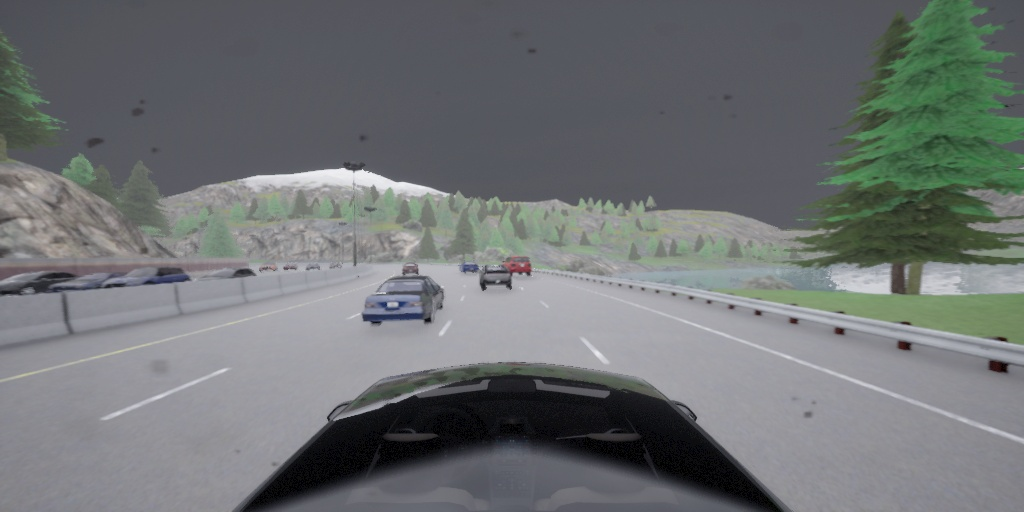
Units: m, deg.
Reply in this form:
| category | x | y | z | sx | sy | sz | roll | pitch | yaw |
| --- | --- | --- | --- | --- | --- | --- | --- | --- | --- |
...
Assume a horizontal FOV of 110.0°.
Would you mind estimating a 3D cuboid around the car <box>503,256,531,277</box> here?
| category | x | y | z | sx | sy | sz | roll | pitch | yaw |
| --- | --- | --- | --- | --- | --- | --- | --- | --- | --- |
| car | 0.345 | 1.017 | 36.356 | 2.150 | 2.045 | 5.566 | 0 | 0 | -13 |

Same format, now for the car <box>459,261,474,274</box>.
| category | x | y | z | sx | sy | sz | roll | pitch | yaw |
| --- | --- | --- | --- | --- | --- | --- | --- | --- | --- |
| car | -5.522 | 1.375 | 45.200 | 1.882 | 1.535 | 5.008 | 0 | 0 | -16 |

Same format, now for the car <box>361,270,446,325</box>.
| category | x | y | z | sx | sy | sz | roll | pitch | yaw |
| --- | --- | --- | --- | --- | --- | --- | --- | --- | --- |
| car | -3.421 | 1.365 | 12.168 | 2.033 | 1.411 | 5.357 | -1 | 0 | -5 |

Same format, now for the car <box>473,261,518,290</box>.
| category | x | y | z | sx | sy | sz | roll | pitch | yaw |
| --- | --- | --- | --- | --- | --- | --- | --- | --- | --- |
| car | -1.176 | 1.291 | 23.316 | 2.128 | 1.511 | 4.902 | -1 | 0 | -8 |

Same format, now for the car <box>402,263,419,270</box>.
| category | x | y | z | sx | sy | sz | roll | pitch | yaw |
| --- | --- | --- | --- | --- | --- | --- | --- | --- | --- |
| car | -12.524 | 1.529 | 44.185 | 1.812 | 1.442 | 4.674 | 0 | 0 | -17 |

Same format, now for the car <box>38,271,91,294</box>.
| category | x | y | z | sx | sy | sz | roll | pitch | yaw |
| --- | --- | --- | --- | --- | --- | --- | --- | --- | --- |
| car | -26.156 | 1.729 | 23.159 | 2.033 | 1.411 | 5.357 | -1 | 0 | -9 |

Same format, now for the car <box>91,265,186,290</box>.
| category | x | y | z | sx | sy | sz | roll | pitch | yaw |
| --- | --- | --- | --- | --- | --- | --- | --- | --- | --- |
| car | -22.561 | 1.476 | 22.364 | 2.097 | 1.767 | 4.553 | -1 | 0 | -8 |

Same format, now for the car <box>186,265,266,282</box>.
| category | x | y | z | sx | sy | sz | roll | pitch | yaw |
| --- | --- | --- | --- | --- | --- | --- | --- | --- | --- |
| car | -19.323 | 1.585 | 24.541 | 1.837 | 1.490 | 4.892 | -1 | 0 | -9 |

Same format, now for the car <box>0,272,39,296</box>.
| category | x | y | z | sx | sy | sz | roll | pitch | yaw |
| --- | --- | --- | --- | --- | --- | --- | --- | --- | --- |
| car | -29.612 | 1.740 | 22.414 | 1.837 | 1.490 | 4.892 | -1 | 0 | -9 |
